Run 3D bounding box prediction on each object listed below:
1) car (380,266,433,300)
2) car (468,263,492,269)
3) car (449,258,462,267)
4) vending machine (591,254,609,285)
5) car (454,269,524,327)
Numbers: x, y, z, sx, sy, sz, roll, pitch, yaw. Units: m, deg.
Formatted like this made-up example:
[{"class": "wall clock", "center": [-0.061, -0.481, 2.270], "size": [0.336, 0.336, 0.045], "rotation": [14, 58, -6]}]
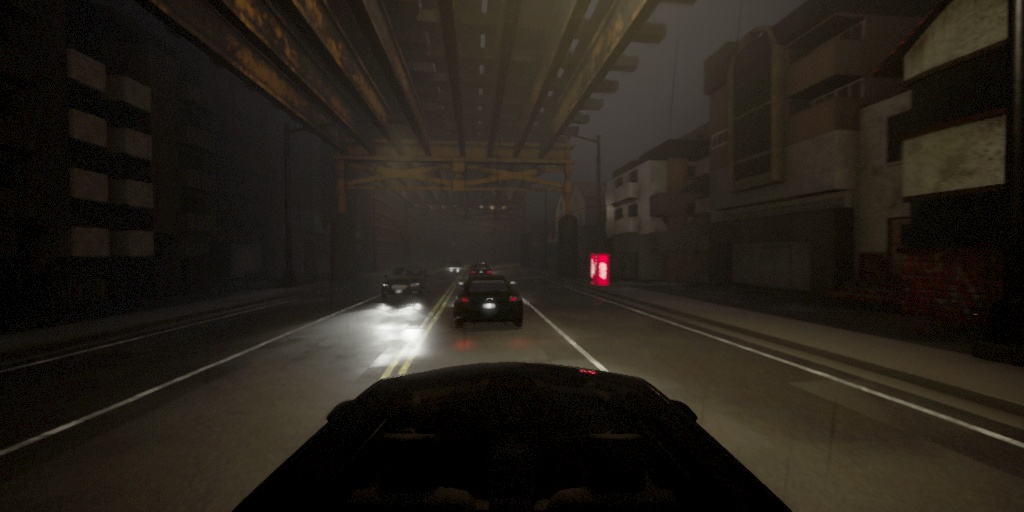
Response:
[{"class": "car", "center": [-5.080, 1.243, 17.751], "size": [2.128, 1.511, 4.902], "rotation": [-1, 0, -6]}, {"class": "car", "center": [-2.575, 1.248, 29.359], "size": [2.033, 1.411, 5.357], "rotation": [-1, 0, -6]}, {"class": "car", "center": [-9.510, 1.087, 60.613], "size": [2.128, 1.511, 4.902], "rotation": [-1, 1, -5]}, {"class": "vending machine", "center": [5.484, 0.844, 22.392], "size": [1.100, 2.100, 0.880], "rotation": [0, 0, -6]}, {"class": "car", "center": [-0.780, 1.294, 11.524], "size": [1.994, 1.385, 4.181], "rotation": [-1, 0, -5]}]
